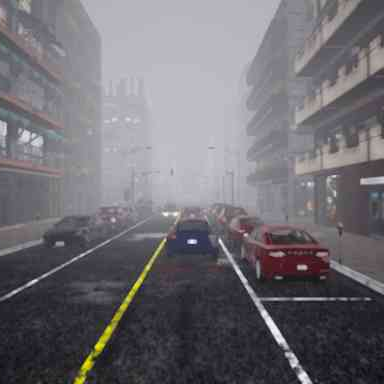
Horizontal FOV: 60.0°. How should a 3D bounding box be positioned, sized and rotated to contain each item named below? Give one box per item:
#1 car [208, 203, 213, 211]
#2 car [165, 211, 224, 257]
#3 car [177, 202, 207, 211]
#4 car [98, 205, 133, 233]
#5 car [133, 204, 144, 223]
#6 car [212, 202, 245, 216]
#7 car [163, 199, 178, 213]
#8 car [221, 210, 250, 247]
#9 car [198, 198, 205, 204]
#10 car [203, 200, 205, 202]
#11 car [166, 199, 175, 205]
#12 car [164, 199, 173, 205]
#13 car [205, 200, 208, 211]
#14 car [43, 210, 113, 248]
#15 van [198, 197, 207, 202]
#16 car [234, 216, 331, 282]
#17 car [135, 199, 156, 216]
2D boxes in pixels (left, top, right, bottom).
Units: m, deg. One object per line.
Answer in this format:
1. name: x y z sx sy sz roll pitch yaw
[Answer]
1. car: 2.569 1.714 26.762 1.967 1.590 4.097 0 -1 0
2. car: 0.026 1.704 13.493 1.994 1.385 4.181 0 0 0
3. car: 0.031 1.855 28.467 1.994 1.385 4.181 0 0 0
4. car: -5.312 1.658 21.169 1.967 1.590 4.097 0 -1 0
5. car: -5.311 1.856 26.762 1.802 1.307 4.206 0 -1 0
6. car: 2.568 1.658 21.168 1.967 1.590 4.097 0 -1 0
7. car: -2.761 2.016 44.560 1.994 1.385 4.181 0 -1 0
8. car: 2.567 1.743 15.573 1.802 1.307 4.206 0 -1 0
9. car: 2.580 2.485 92.791 1.947 1.339 4.313 0 -1 0
10. car: 2.571 1.930 37.950 1.887 1.381 4.507 0 -1 0
11. car: -5.269 2.358 81.741 1.887 1.381 4.507 0 -1 0
12. car: -5.270 2.342 76.153 1.802 1.307 4.206 0 -1 0
13. car: 2.570 1.770 32.356 1.967 1.590 4.097 0 -1 0
14. car: -5.313 1.727 15.574 1.947 1.339 4.313 0 -1 0
15. van: 2.577 2.100 75.992 1.690 1.788 3.998 0 -1 0
16. car: 2.566 1.649 9.980 1.887 1.381 4.507 0 -1 0
17. car: -5.310 1.701 37.953 2.192 1.841 5.009 0 -1 0
